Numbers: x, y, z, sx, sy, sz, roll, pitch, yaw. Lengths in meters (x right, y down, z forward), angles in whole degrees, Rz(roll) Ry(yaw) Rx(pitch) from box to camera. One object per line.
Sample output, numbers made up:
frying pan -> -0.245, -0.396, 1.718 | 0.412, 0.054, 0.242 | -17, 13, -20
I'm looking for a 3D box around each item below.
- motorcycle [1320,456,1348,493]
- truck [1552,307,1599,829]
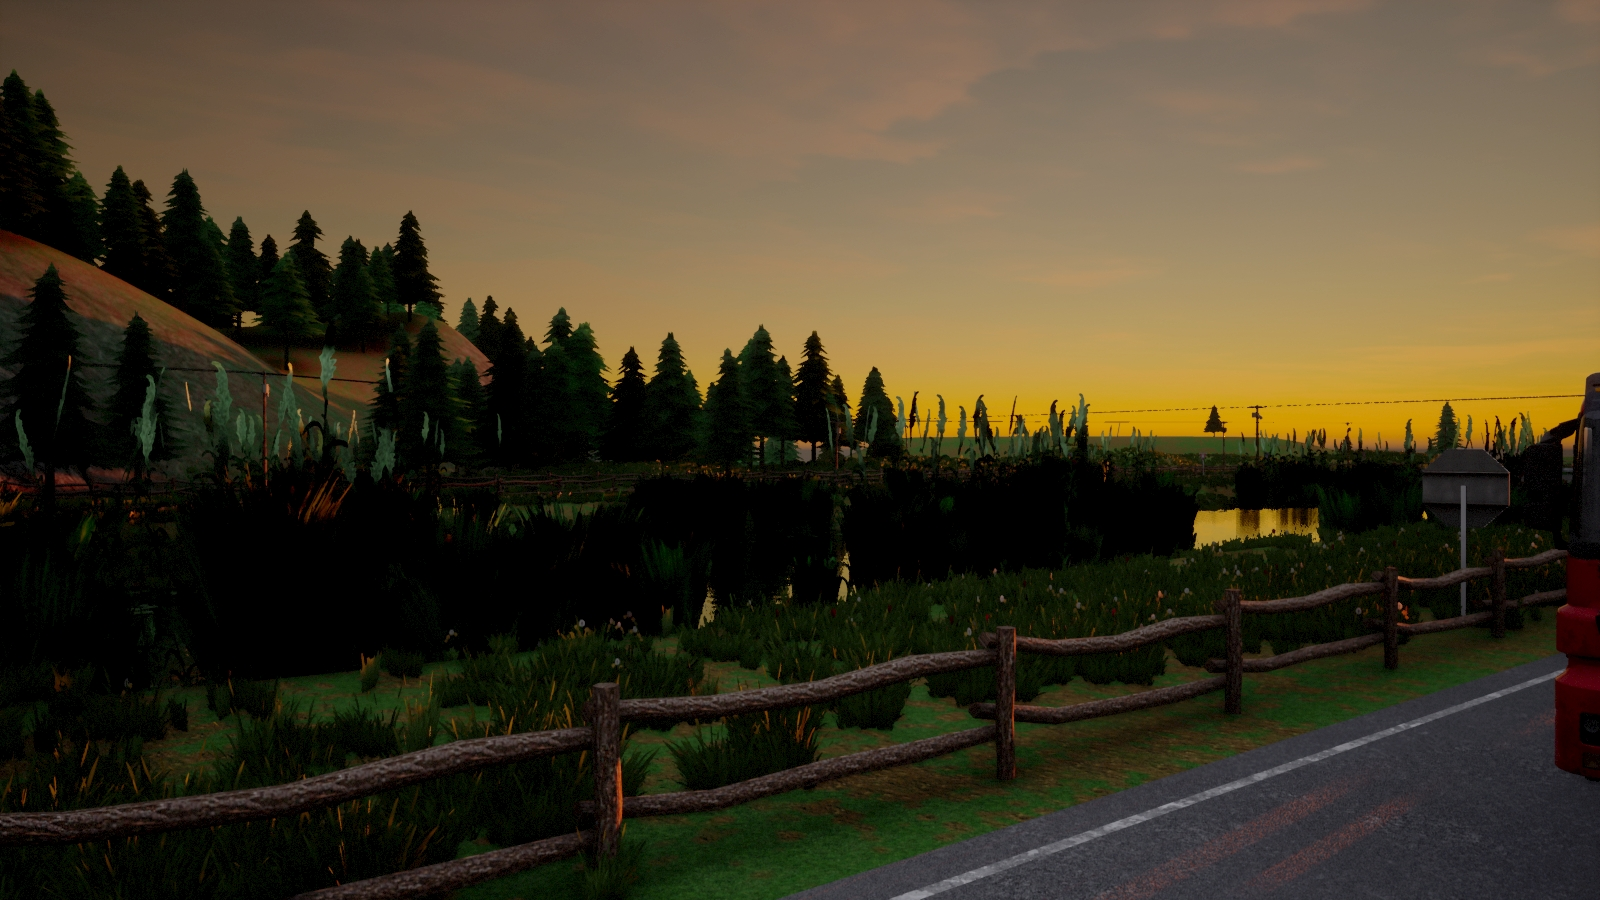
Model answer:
motorcycle -> 34.823, 1.577, 74.499 | 2.033, 2.348, 0.803 | 0, 0, -39
truck -> 9.443, 0.862, 10.927 | 2.891, 3.827, 8.468 | 0, 0, 39
